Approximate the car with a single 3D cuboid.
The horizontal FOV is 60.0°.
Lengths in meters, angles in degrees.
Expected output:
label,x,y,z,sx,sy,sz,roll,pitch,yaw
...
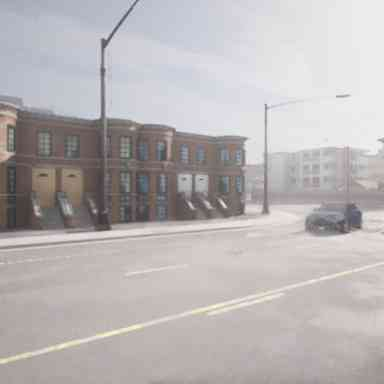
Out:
label,x,y,z,sx,sy,sz,roll,pitch,yaw
car,8.349,1.350,19.338,2.097,1.767,4.553,0,0,41
